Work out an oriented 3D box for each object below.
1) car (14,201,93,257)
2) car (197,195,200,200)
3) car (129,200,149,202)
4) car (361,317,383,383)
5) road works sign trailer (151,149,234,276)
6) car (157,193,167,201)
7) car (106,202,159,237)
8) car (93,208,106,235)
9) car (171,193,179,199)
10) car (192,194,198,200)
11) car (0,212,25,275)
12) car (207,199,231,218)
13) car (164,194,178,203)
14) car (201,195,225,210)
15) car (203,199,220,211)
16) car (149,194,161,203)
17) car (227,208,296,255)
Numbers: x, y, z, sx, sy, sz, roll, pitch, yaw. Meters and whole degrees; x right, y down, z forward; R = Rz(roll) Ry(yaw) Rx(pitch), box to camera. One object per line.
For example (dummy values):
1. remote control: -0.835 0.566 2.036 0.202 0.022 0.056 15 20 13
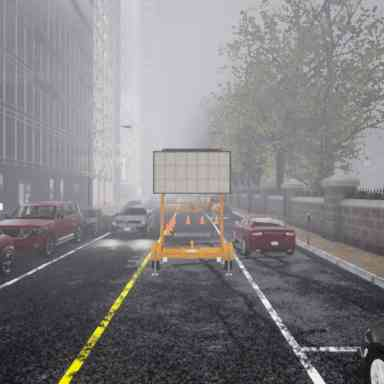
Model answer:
1. car: -5.830 1.310 13.015 2.192 1.841 5.009 0 0 0
2. car: 2.215 1.465 46.408 2.008 1.369 4.403 0 0 -2
3. car: -6.023 1.515 35.323 1.947 1.339 4.313 0 0 -1
4. car: 2.693 1.551 1.947 2.008 1.369 4.403 0 0 0
5. road works sign trailer: 0.002 0.461 10.350 2.380 3.560 2.880 0 0 0
6. car: -7.187 1.112 79.794 2.192 1.841 5.009 0 0 -2
7. car: -3.109 1.514 18.282 1.812 1.442 4.674 0 0 0
8. car: -5.829 1.553 18.577 1.947 1.339 4.313 0 0 0
9. car: -4.633 1.155 90.290 1.882 1.535 5.008 0 0 -2
10. car: 1.195 1.330 85.313 2.008 1.369 4.403 0 0 -1
11. car: -5.832 1.439 7.457 1.967 1.590 4.097 0 0 0
12. car: 2.625 1.548 29.727 1.802 1.307 4.206 0 0 -1
13. car: -3.932 1.464 61.105 1.895 1.301 4.718 0 0 -1
14. car: 2.508 1.266 35.292 2.192 1.841 5.009 0 0 -2
15. car: 2.361 1.515 40.851 1.802 1.307 4.206 0 0 -2
16. car: -6.606 1.457 57.563 1.802 1.307 4.206 0 0 -2
17. car: 2.695 1.540 13.069 1.887 1.381 4.507 0 0 0
